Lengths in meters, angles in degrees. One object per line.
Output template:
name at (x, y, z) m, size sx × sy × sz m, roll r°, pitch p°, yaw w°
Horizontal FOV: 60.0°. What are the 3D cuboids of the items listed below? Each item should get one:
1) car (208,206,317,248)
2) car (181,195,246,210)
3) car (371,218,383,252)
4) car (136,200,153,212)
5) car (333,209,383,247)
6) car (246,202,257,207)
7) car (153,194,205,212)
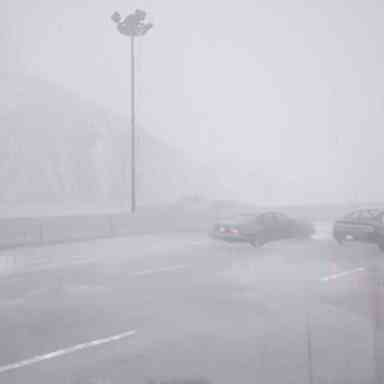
car at (3.248, 1.540, 14.791) m, size 5.357 × 1.411 × 2.033 m, roll 0°, pitch 0°, yaw -36°
car at (1.799, 1.361, 26.964) m, size 4.553 × 1.767 × 2.097 m, roll 0°, pitch 0°, yaw -36°
car at (6.960, 1.470, 8.836) m, size 4.892 × 1.490 × 1.837 m, roll 0°, pitch 0°, yaw -36°
car at (-3.845, 1.555, 35.842) m, size 4.892 × 1.490 × 1.837 m, roll 0°, pitch 0°, yaw -36°
car at (7.789, 1.455, 13.774) m, size 4.902 × 1.511 × 2.128 m, roll 0°, pitch 0°, yaw -36°
car at (4.241, 1.546, 33.049) m, size 5.357 × 1.411 × 2.033 m, roll 0°, pitch 0°, yaw -36°
car at (-0.715, 1.250, 33.792) m, size 5.566 × 2.045 × 2.150 m, roll 0°, pitch 0°, yaw -36°
